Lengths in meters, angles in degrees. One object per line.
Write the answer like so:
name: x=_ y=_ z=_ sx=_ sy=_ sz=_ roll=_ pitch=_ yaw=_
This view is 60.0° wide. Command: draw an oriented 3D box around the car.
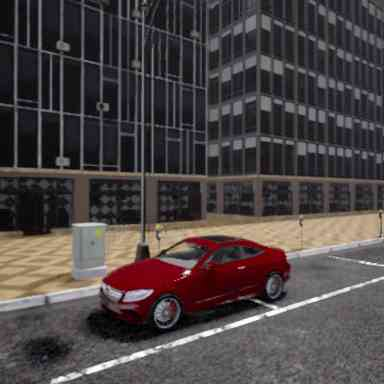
car: x=0.276 y=1.578 z=6.753 sx=4.206 sy=1.307 sz=1.802 roll=0 pitch=0 yaw=-36
